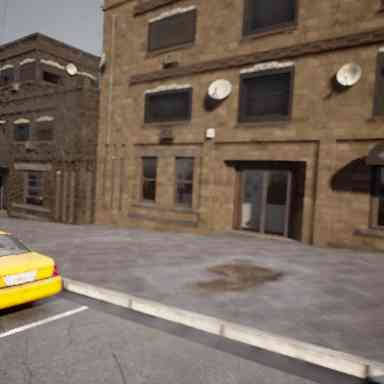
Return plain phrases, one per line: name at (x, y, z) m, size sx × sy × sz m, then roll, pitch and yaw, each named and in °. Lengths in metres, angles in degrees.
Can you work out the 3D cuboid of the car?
car at (-4.956, 1.407, 7.065) m, size 5.366 × 1.575 × 1.946 m, roll 1°, pitch 0°, yaw 35°
